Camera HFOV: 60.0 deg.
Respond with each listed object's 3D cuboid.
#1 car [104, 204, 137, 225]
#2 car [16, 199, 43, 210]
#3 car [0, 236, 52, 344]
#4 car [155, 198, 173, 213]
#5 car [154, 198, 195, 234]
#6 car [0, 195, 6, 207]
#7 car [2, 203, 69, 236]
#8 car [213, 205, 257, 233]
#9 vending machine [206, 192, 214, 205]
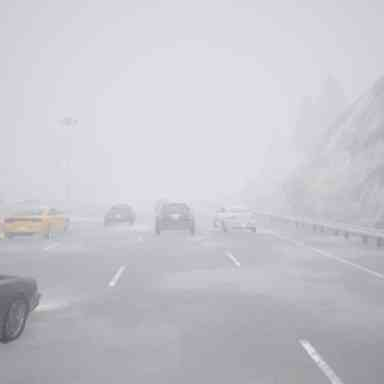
[{"bbox_3d":[-5.091,1.550,24.026,1.994,1.385,4.181,0,0,-6],"label":"car"},{"bbox_3d":[-21.932,1.601,45.152,1.895,1.301,4.718,0,0,-7],"label":"car"},{"bbox_3d":[-3.499,1.551,3.356,2.033,1.411,5.357,0,0,-1],"label":"car"},{"bbox_3d":[-3.249,1.472,38.076,1.837,1.490,4.892,0,0,-7],"label":"car"},{"bbox_3d":[-1.050,1.334,19.194,2.097,1.767,4.553,0,0,-6],"label":"car"},{"bbox_3d":[-29.429,1.365,48.924,2.097,1.767,4.553,0,0,-7],"label":"car"},{"bbox_3d":[-7.891,1.477,17.401,1.882,1.535,5.008,0,0,-5],"label":"car"},{"bbox_3d":[2.444,1.500,19.530,1.812,1.442,4.674,0,0,-6],"label":"car"},{"bbox_3d":[3.002,1.131,56.029,1.100,2.100,0.880,0,0,-7],"label":"vending machine"}]
